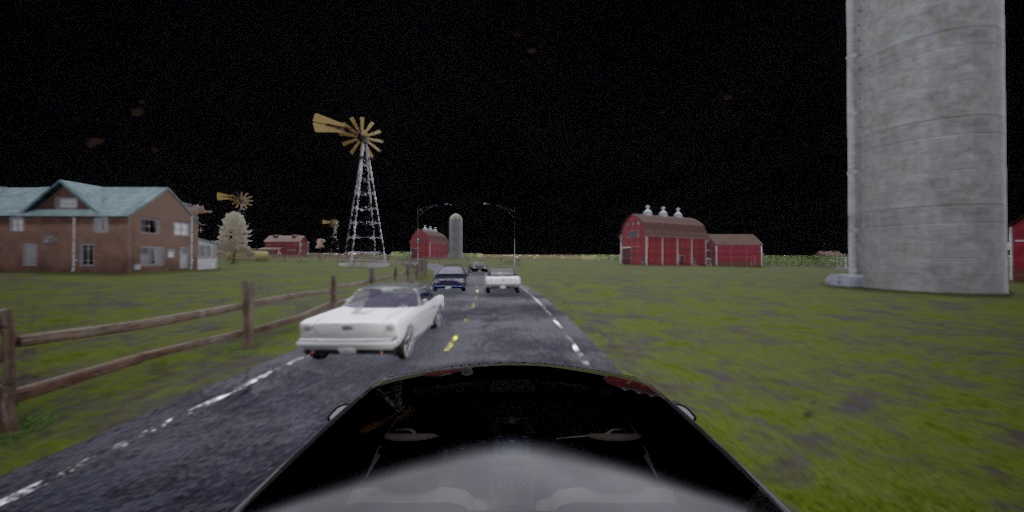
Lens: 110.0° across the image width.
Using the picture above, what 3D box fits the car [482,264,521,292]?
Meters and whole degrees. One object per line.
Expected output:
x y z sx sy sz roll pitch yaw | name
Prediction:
-0.650 1.332 20.844 1.895 1.301 4.718 0 0 -5 | car

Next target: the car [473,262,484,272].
-4.088 1.296 41.733 1.895 1.301 4.718 0 0 -13 | car

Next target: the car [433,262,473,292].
-3.564 1.275 21.497 2.033 1.411 5.357 0 0 -5 | car

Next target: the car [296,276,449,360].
-2.895 1.346 8.463 1.895 1.301 4.718 0 0 0 | car
